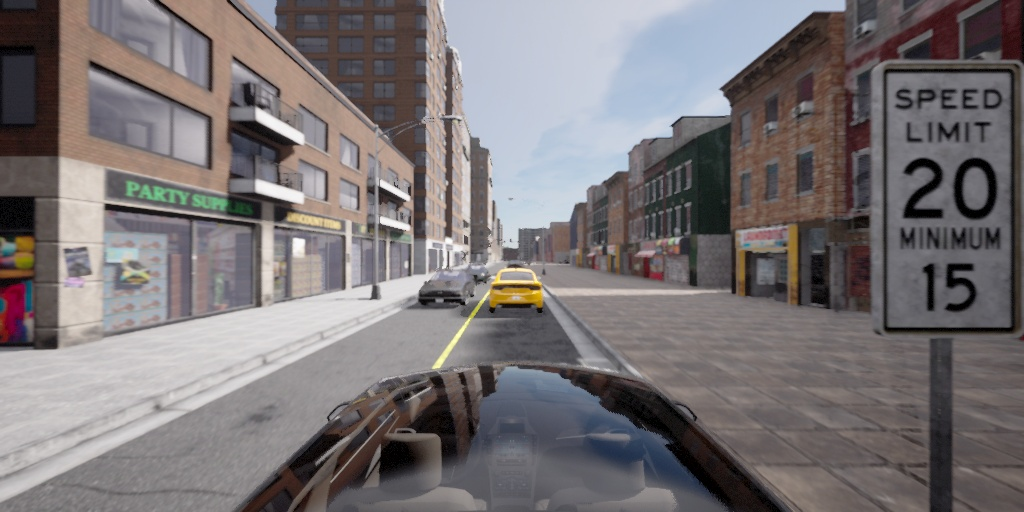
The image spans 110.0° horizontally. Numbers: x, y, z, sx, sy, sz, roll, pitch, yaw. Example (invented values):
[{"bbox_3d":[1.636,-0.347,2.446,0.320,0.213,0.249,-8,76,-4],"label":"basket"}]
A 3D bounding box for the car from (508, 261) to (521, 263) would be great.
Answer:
[{"bbox_3d":[0.280,1.266,39.548,1.837,1.490,4.892,0,0,0],"label":"car"}]

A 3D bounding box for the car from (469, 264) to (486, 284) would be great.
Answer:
[{"bbox_3d":[-2.701,1.315,26.497,1.994,1.385,4.181,0,0,1],"label":"car"}]

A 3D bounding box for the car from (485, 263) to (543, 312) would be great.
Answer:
[{"bbox_3d":[0.156,1.232,14.280,1.882,1.535,5.008,0,0,0],"label":"car"}]

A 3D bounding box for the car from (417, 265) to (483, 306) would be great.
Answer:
[{"bbox_3d":[-2.687,1.297,16.037,2.033,1.411,5.357,0,0,0],"label":"car"}]
